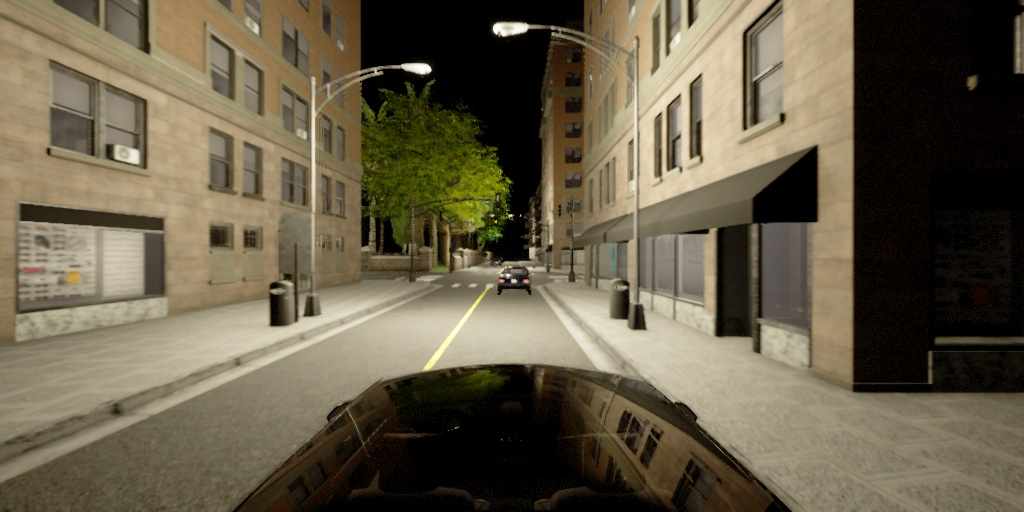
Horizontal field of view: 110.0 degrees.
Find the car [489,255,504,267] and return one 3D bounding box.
[{"bbox_3d":[-2.996,0.991,64.840,2.097,1.767,4.553,0,0,1],"label":"car"}]

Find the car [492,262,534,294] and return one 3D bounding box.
[{"bbox_3d":[0.242,1.280,20.130,2.033,1.411,5.357,0,0,4],"label":"car"}]
